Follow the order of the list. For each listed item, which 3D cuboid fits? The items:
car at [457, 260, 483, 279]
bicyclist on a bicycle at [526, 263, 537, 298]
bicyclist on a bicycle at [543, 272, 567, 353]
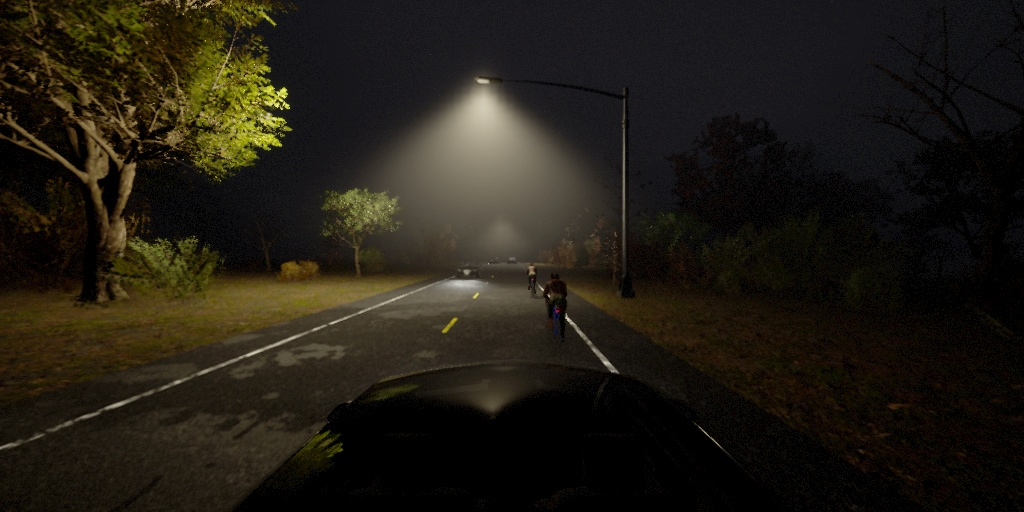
[{"bbox_3d":[-3.596,1.128,31.131,2.128,1.511,4.902,0,0,0],"label":"car"},{"bbox_3d":[0.962,1.140,17.111,0.582,1.620,1.656,0,0,0],"label":"bicyclist on a bicycle"},{"bbox_3d":[0.962,1.177,7.856,0.582,1.620,1.656,0,0,0],"label":"bicyclist on a bicycle"}]
